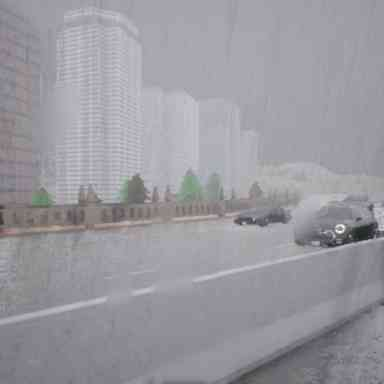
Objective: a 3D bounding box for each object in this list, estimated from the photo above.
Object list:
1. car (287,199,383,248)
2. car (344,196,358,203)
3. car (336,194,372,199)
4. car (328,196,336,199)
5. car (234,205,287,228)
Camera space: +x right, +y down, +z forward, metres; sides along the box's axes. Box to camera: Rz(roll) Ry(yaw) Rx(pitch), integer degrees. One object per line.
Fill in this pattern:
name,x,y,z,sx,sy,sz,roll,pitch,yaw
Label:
car,6.279,1.360,14.262,2.097,1.767,4.553,0,0,45
car,31.922,1.457,67.014,2.033,1.411,5.357,0,0,20
car,14.692,1.231,29.435,2.150,2.045,5.566,0,0,35
car,25.230,1.511,58.890,1.882,1.535,5.008,0,0,20
car,5.082,1.578,22.947,2.033,1.411,5.357,0,0,42
